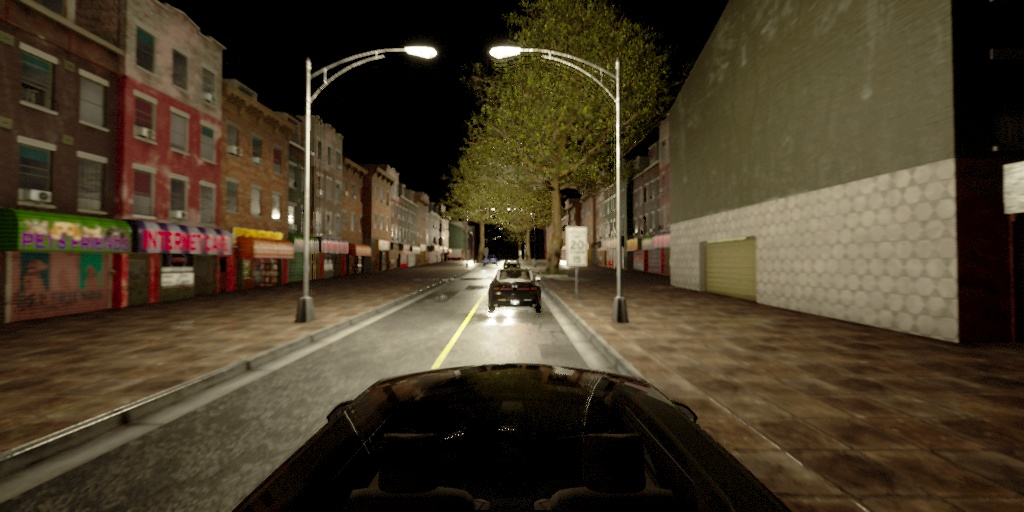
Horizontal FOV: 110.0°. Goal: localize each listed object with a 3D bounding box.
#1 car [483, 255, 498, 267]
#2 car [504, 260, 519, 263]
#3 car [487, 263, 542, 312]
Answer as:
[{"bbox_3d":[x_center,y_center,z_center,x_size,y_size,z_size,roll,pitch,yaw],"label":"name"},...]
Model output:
[{"bbox_3d":[-2.776,0.608,47.341,1.812,1.442,4.674,0,1,0],"label":"car"},{"bbox_3d":[0.001,1.054,38.291,1.895,1.301,4.718,0,1,0],"label":"car"},{"bbox_3d":[0.095,1.208,13.936,1.837,1.490,4.892,0,1,0],"label":"car"}]
